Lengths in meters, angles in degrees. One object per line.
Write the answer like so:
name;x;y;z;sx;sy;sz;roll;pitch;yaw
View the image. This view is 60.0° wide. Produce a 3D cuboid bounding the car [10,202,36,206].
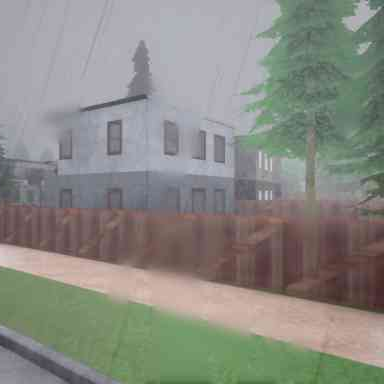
car;-15.363;1.582;29.328;1.895;1.301;4.718;0;0;28
